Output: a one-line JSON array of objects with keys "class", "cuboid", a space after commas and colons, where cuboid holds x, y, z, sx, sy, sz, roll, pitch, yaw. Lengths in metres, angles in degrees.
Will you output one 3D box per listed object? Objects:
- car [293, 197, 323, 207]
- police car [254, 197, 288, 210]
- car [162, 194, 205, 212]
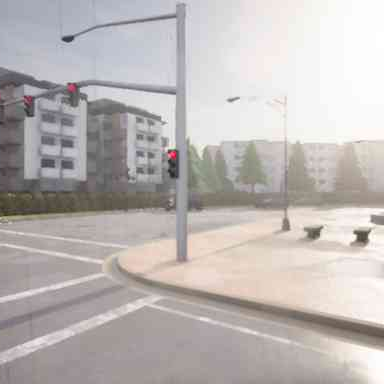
[{"class": "car", "cuboid": [17.880, 1.500, 51.255, 4.902, 1.511, 2.128, 0, 0, -21]}, {"class": "police car", "cuboid": [10.349, 1.434, 43.466, 5.238, 1.638, 1.930, 0, 0, -33]}, {"class": "car", "cuboid": [-0.903, 1.235, 38.229, 2.150, 2.045, 5.566, 0, 0, 43]}]
